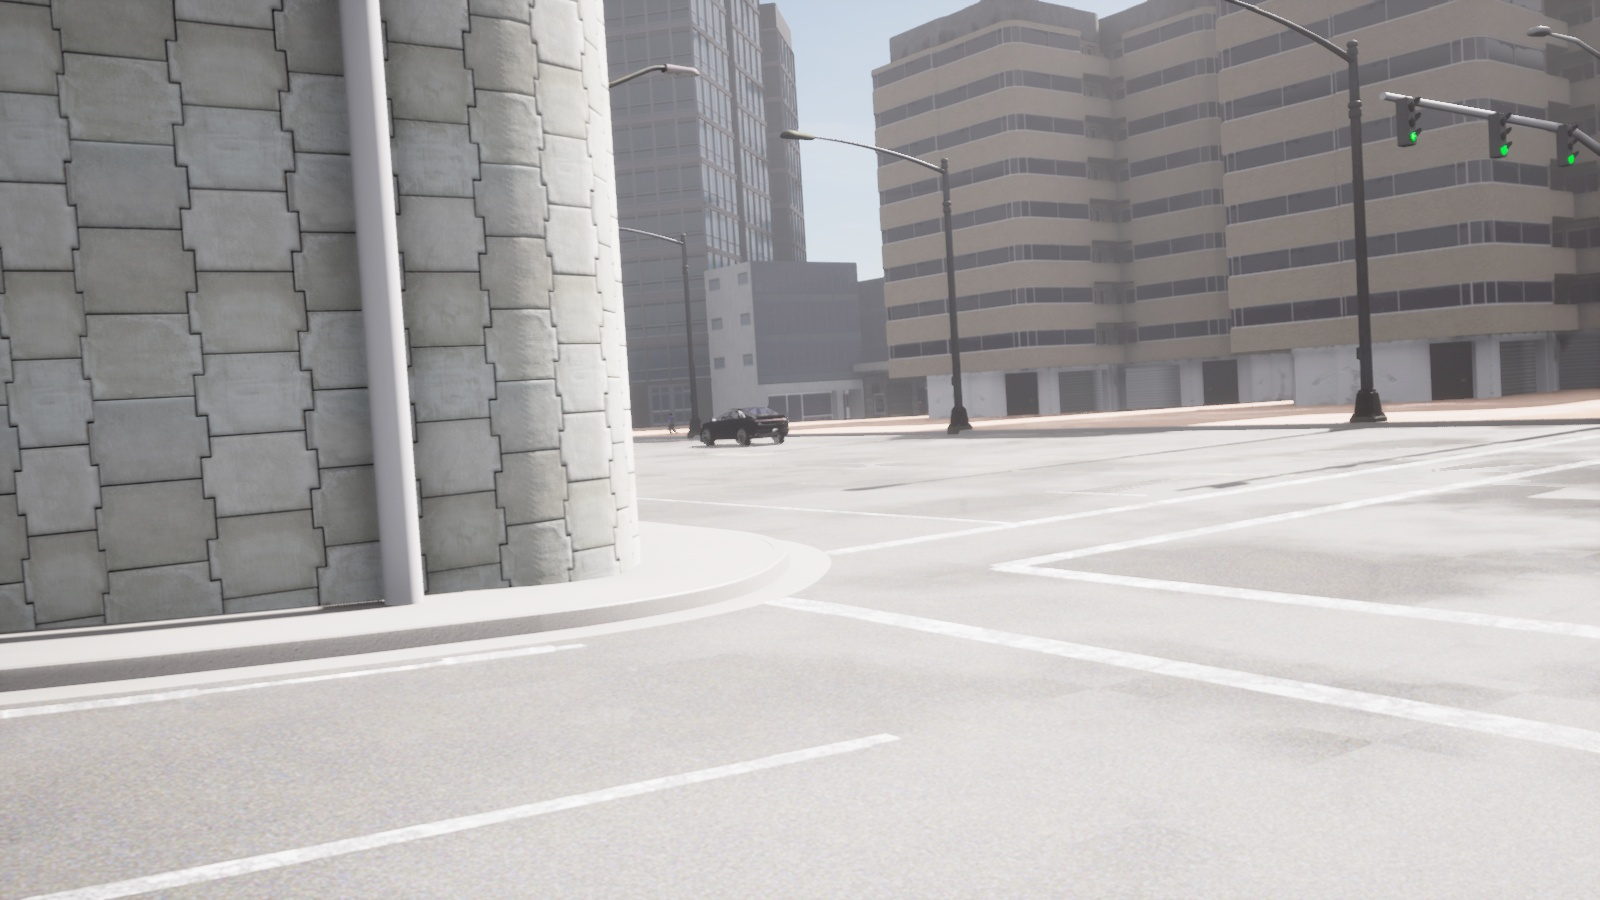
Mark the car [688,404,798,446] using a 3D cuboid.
[{"bbox_3d":[-2.378,-0.988,50.963,2.128,1.511,4.902,-5,3,-33],"label":"car"}]
